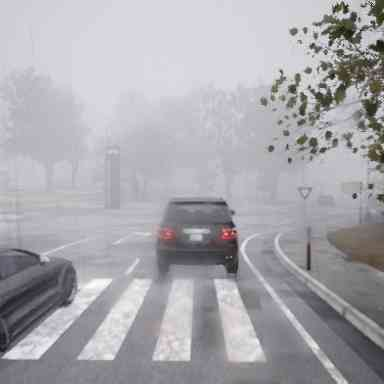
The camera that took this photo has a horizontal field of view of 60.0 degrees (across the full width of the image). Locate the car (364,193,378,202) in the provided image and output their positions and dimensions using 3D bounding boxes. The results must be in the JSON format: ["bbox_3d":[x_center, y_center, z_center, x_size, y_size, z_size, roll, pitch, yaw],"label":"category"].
[{"bbox_3d":[30.294,0.865,54.607,5.008,1.535,1.882,2,2,-35],"label":"car"}]

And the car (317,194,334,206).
[{"bbox_3d":[17.861,0.981,44.528,2.128,1.511,4.902,1,2,20],"label":"car"}]

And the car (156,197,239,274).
[{"bbox_3d":[0.226,1.160,10.572,2.150,2.045,5.566,0,0,3],"label":"car"}]

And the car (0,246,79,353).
[{"bbox_3d":[-3.376,1.539,5.306,1.994,1.385,4.181,0,0,1],"label":"car"}]
